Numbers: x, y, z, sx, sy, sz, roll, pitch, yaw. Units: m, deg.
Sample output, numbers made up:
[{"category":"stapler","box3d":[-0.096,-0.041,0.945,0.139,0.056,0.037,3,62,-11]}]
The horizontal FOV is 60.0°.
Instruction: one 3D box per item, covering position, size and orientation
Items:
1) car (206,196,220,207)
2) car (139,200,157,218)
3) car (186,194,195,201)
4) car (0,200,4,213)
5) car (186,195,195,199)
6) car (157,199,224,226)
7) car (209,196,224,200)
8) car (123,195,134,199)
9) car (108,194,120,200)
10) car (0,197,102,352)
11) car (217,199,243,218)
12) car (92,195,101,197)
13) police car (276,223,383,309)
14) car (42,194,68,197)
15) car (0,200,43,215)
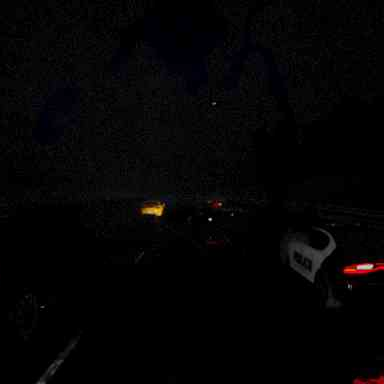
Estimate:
[{"category":"car","box3d":[3.259,1.487,52.216,1.801,1.575,5.366,0,0,0]},{"category":"car","box3d":[-3.539,1.481,30.123,1.882,1.535,5.008,0,0,0]},{"category":"car","box3d":[-0.398,1.488,86.025,2.097,1.767,4.553,0,0,0]},{"category":"car","box3d":[-21.250,1.551,33.031,2.033,1.411,5.357,0,0,0]},{"category":"car","box3d":[-0.354,1.604,76.632,1.837,1.490,4.892,0,0,0]},{"category":"car","box3d":[-0.245,1.508,23.500,1.837,1.490,4.892,-2,1,-36]},{"category":"car","box3d":[3.311,1.516,41.050,2.163,1.488,4.792,0,0,0]},{"category":"car","box3d":[-14.348,1.454,75.383,1.812,1.442,4.674,0,0,0]},{"category":"car","box3d":[-17.852,1.243,76.230,2.097,1.767,4.553,0,0,0]},{"category":"car","box3d":[-3.428,1.222,6.305,2.150,2.045,5.566,0,0,0]},{"category":"car","box3d":[3.362,1.604,30.044,1.895,1.301,4.718,0,0,0]},{"category":"car","box3d":[-21.343,1.518,74.102,2.128,1.511,4.902,0,0,0]},{"category":"police car","box3d":[3.464,1.505,8.002,2.038,1.542,4.974,0,0,0]},{"category":"car","box3d":[-14.251,1.226,33.921,2.150,2.045,5.566,0,0,0]},{"category":"car","box3d":[-17.756,1.553,34.658,2.033,1.411,5.357,0,0,0]}]
